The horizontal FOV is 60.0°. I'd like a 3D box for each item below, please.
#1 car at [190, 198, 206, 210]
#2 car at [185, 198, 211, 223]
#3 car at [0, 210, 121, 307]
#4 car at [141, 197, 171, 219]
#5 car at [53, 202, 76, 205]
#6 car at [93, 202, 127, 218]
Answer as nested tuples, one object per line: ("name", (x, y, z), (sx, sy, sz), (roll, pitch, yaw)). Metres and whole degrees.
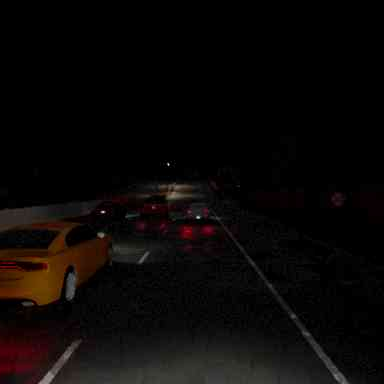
("car", (0.720, 1.460, 42.385), (1.895, 1.301, 4.718), (0, 0, 1))
("car", (0.447, 1.445, 24.372), (1.812, 1.442, 4.674), (0, 0, 1))
("car", (-3.299, 1.436, 7.972), (1.882, 1.535, 5.008), (0, 0, 1))
("car", (-2.993, 1.243, 28.401), (2.097, 1.767, 4.553), (0, 0, 1))
("car", (-13.493, 0.915, 34.909), (1.882, 1.535, 5.008), (0, 0, 1))
("car", (-6.523, 1.445, 26.482), (1.994, 1.385, 4.181), (0, 0, 1))
